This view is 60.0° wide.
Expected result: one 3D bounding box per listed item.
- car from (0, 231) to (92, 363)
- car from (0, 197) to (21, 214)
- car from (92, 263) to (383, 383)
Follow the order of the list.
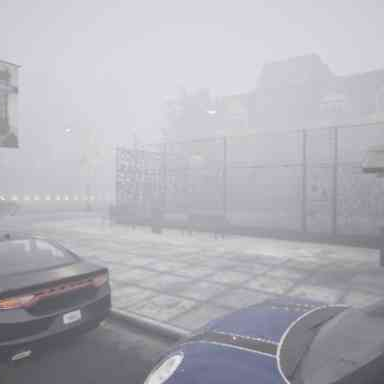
[{"bbox_3d":[-3.545,1.410,5.660,5.008,1.535,2.097,1,0,35],"label":"car"},{"bbox_3d":[-16.646,1.014,27.503,2.097,1.767,4.553,1,1,30],"label":"car"},{"bbox_3d":[1.768,1.358,2.043,4.553,1.767,2.185,1,0,35],"label":"car"}]
